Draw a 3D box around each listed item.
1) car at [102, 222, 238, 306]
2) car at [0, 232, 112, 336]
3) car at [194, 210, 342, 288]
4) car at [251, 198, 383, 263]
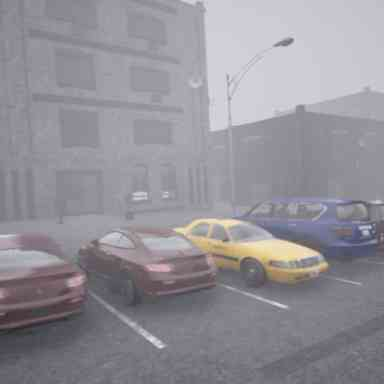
[{"bbox_3d":[-1.290,1.517,8.080,2.002,1.452,4.674,0,0,-36],"label":"car"},{"bbox_3d":[-3.461,1.519,6.531,2.002,1.452,4.674,0,0,-35],"label":"car"},{"bbox_3d":[1.191,1.471,9.625,1.946,1.575,5.366,0,0,-36],"label":"car"},{"bbox_3d":[3.237,1.221,11.346,2.435,2.045,5.566,0,0,-35],"label":"car"}]
